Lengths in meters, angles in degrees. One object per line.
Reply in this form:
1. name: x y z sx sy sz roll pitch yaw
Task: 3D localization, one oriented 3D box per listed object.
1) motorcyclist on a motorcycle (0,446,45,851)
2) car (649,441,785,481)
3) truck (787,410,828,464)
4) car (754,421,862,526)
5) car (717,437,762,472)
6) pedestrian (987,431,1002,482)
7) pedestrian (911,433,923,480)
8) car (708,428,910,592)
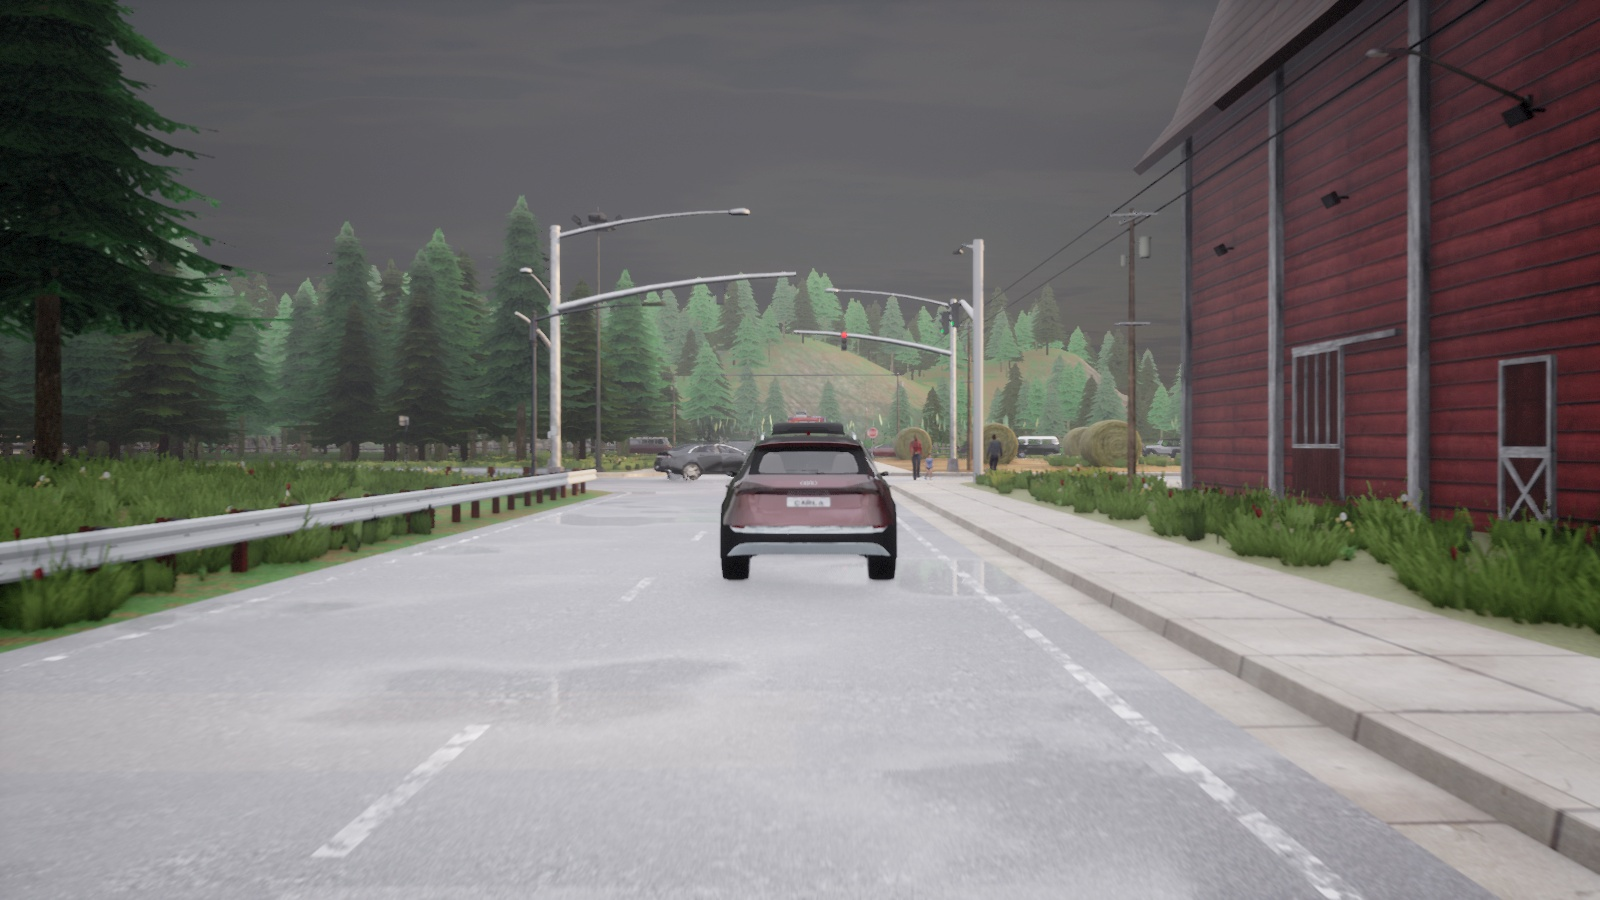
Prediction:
1. motorcyclist on a motorcycle: -3.462 0.756 3.933 0.866 1.530 2.191 0 0 0
2. car: -3.240 0.411 49.154 4.902 1.511 2.128 0 1 -28
3. truck: 0.548 -0.945 93.491 2.891 3.827 8.468 0 0 0
4. car: 0.154 0.406 24.248 1.905 1.878 3.866 0 0 0
5. car: -3.112 0.233 65.519 2.097 1.767 4.553 0 0 0
6. pedestrian: 7.542 0.253 48.756 0.423 1.949 0.788 0 0 -4
7. pedestrian: 4.541 0.251 48.744 0.331 1.846 0.636 0 0 -4
8. car: 0.101 0.592 15.052 2.033 1.649 4.856 0 0 0
